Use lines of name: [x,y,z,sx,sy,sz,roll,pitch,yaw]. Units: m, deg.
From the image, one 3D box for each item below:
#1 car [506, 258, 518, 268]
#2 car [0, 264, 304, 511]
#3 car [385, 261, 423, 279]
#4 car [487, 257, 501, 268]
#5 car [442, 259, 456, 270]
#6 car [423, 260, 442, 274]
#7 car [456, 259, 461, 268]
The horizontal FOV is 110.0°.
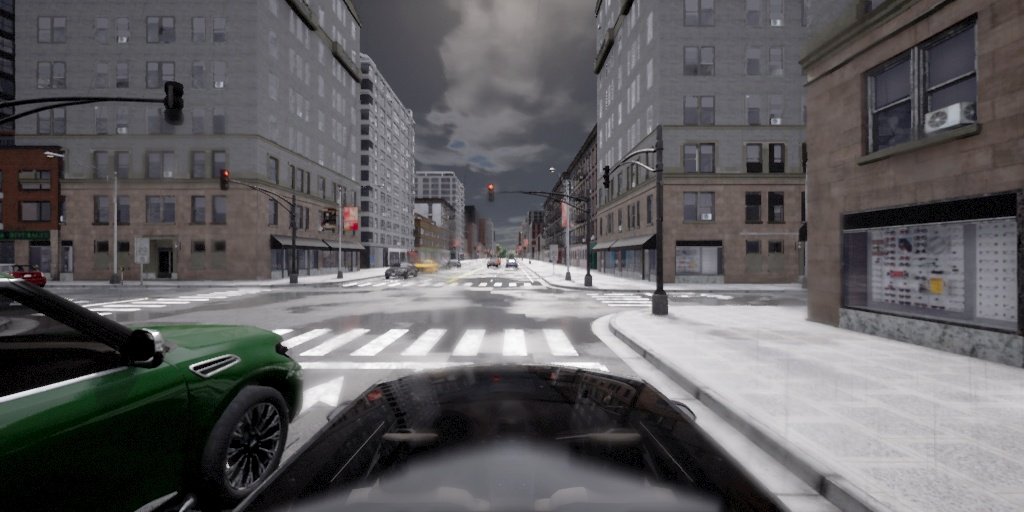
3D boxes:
car: [-0.047,1.307,61.826,1.994,1.385,4.181,0,0,0]
car: [-3.148,0.971,1.194,2.150,2.045,5.566,0,0,0]
car: [-9.869,1.277,32.407,1.812,1.442,4.674,0,0,2]
car: [-3.298,1.344,61.854,1.895,1.301,4.718,0,0,0]
car: [-9.880,1.239,51.415,2.128,1.511,4.902,0,0,0]
car: [-9.875,1.227,41.603,1.882,1.535,5.008,0,0,0]
car: [-9.847,1.269,61.433,1.812,1.442,4.674,0,0,0]
